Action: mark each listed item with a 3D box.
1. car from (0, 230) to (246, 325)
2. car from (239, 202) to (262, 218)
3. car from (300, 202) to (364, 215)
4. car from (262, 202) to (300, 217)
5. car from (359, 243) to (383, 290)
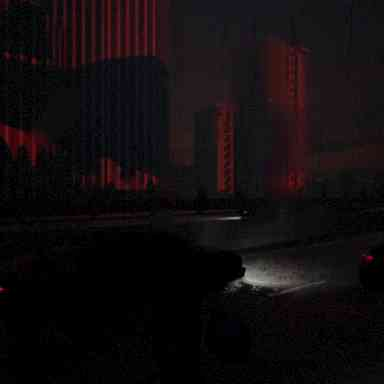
[{"bbox_3d":[-1.325,1.549,7.100,5.357,1.411,2.033,0,0,-35],"label":"car"},{"bbox_3d":[6.235,1.578,29.930,4.181,1.385,1.994,0,0,-35],"label":"car"},{"bbox_3d":[10.633,1.563,24.471,5.357,1.411,2.033,0,0,-35],"label":"car"},{"bbox_3d":[8.175,1.540,27.016,4.674,1.442,1.812,0,0,-35],"label":"car"},{"bbox_3d":[5.841,1.570,7.911,4.181,1.385,1.994,0,0,-35],"label":"car"}]
